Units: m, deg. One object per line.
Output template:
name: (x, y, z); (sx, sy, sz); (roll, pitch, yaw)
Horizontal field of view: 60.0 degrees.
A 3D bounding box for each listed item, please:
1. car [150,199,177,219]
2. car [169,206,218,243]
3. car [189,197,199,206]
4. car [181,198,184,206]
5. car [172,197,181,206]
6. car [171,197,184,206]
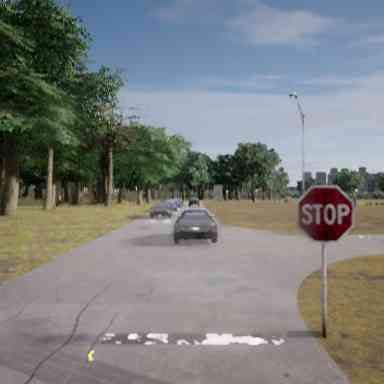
car: (-2.694, 1.601, 30.455); (2.033, 1.411, 5.357); (0, 0, -1)
car: (0.160, 1.564, 16.131); (1.994, 1.385, 4.181); (0, -1, 0)
car: (0.356, 1.738, 59.015); (1.837, 1.490, 4.892); (0, 0, 0)
car: (-2.622, 1.698, 50.235); (1.812, 1.442, 4.674); (0, 0, 1)
car: (-2.665, 1.631, 40.193); (1.812, 1.442, 4.674); (0, 0, 1)
car: (-2.506, 1.737, 60.567); (2.128, 1.511, 4.902); (0, 0, 0)
